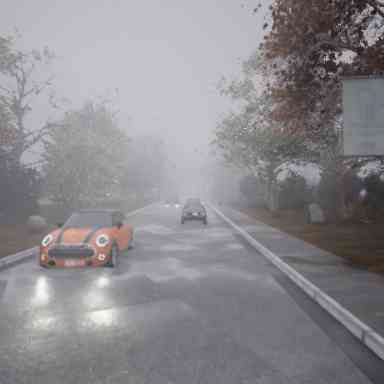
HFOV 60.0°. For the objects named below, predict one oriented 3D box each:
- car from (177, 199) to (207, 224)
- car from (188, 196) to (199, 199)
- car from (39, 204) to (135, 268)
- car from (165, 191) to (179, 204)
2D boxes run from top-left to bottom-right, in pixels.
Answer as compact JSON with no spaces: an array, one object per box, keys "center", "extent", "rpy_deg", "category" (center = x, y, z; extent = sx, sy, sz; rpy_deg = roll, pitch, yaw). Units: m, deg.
[{"center":[0.126,1.525,24.880],"extent":[2.033,1.411,5.357],"rpy_deg":[0,0,0],"category":"car"},{"center":[0.158,1.302,45.367],"extent":[2.128,1.511,4.902],"rpy_deg":[0,1,0],"category":"car"},{"center":[-3.327,1.366,11.340],"extent":[2.097,1.767,4.553],"rpy_deg":[0,0,0],"category":"car"},{"center":[-3.236,0.933,54.973],"extent":[2.150,2.045,5.566],"rpy_deg":[0,1,1],"category":"car"}]
